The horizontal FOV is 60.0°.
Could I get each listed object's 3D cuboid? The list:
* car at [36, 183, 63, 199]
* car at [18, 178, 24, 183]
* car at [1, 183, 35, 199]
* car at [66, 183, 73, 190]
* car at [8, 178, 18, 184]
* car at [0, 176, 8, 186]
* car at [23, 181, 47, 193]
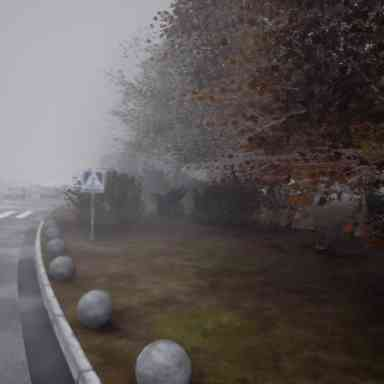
[{"bbox_3d":[-16.157,0.067,38.316,1.994,1.385,4.181,1,2,-15],"label":"car"},{"bbox_3d":[-43.480,-2.573,81.682,1.946,1.575,5.366,1,2,-15],"label":"car"},{"bbox_3d":[-19.194,0.064,36.856,1.895,1.301,4.718,1,2,-15],"label":"car"},{"bbox_3d":[-19.843,-0.642,52.101,2.128,1.511,4.902,1,2,-15],"label":"car"},{"bbox_3d":[-41.739,-2.264,75.041,2.231,1.521,4.892,1,2,-14],"label":"car"},{"bbox_3d":[-39.217,-2.096,65.962,2.435,2.045,5.566,1,2,-15],"label":"car"},{"bbox_3d":[-21.903,-0.436,46.839,1.994,1.385,4.181,1,2,-15],"label":"car"}]
